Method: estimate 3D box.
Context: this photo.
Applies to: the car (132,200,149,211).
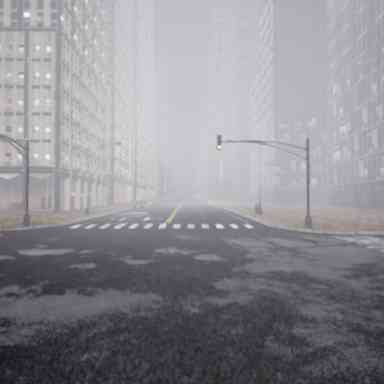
[{"bbox_3d":[-7.098,1.858,46.056,2.128,1.511,4.902,0,0,-1],"label":"car"}]
